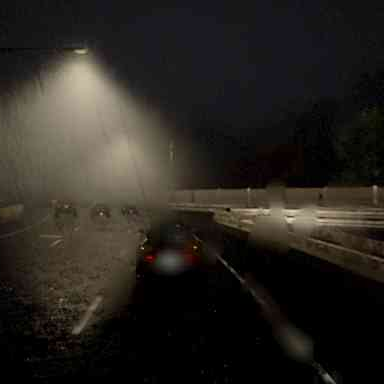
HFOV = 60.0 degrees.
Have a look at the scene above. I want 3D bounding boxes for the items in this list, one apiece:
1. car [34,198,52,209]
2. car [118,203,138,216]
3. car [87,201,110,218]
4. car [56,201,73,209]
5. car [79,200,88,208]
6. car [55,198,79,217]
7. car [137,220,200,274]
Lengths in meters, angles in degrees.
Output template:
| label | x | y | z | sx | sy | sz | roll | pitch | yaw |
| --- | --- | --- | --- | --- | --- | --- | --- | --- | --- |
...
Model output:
| label | x | y | z | sx | sy | sz | roll | pitch | yaw |
| --- | --- | --- | --- | --- | --- | --- | --- | --- | --- |
| car | -28.126 | 2.102 | 62.800 | 2.150 | 2.045 | 5.566 | 1 | -1 | -37 |
| car | -7.754 | 2.054 | 40.047 | 1.812 | 1.442 | 4.674 | 0 | -1 | -21 |
| car | -10.093 | 1.996 | 36.347 | 1.837 | 1.490 | 4.892 | 1 | 0 | -19 |
| car | -24.171 | 2.436 | 63.154 | 1.994 | 1.385 | 4.181 | 0 | -1 | -35 |
| car | -20.564 | 2.376 | 64.143 | 1.837 | 1.490 | 4.892 | 1 | -1 | -34 |
| car | -14.457 | 1.750 | 38.137 | 2.150 | 2.045 | 5.566 | 0 | -1 | -22 |
| car | -0.826 | 1.668 | 11.083 | 1.812 | 1.442 | 4.674 | 0 | -1 | -6 |
